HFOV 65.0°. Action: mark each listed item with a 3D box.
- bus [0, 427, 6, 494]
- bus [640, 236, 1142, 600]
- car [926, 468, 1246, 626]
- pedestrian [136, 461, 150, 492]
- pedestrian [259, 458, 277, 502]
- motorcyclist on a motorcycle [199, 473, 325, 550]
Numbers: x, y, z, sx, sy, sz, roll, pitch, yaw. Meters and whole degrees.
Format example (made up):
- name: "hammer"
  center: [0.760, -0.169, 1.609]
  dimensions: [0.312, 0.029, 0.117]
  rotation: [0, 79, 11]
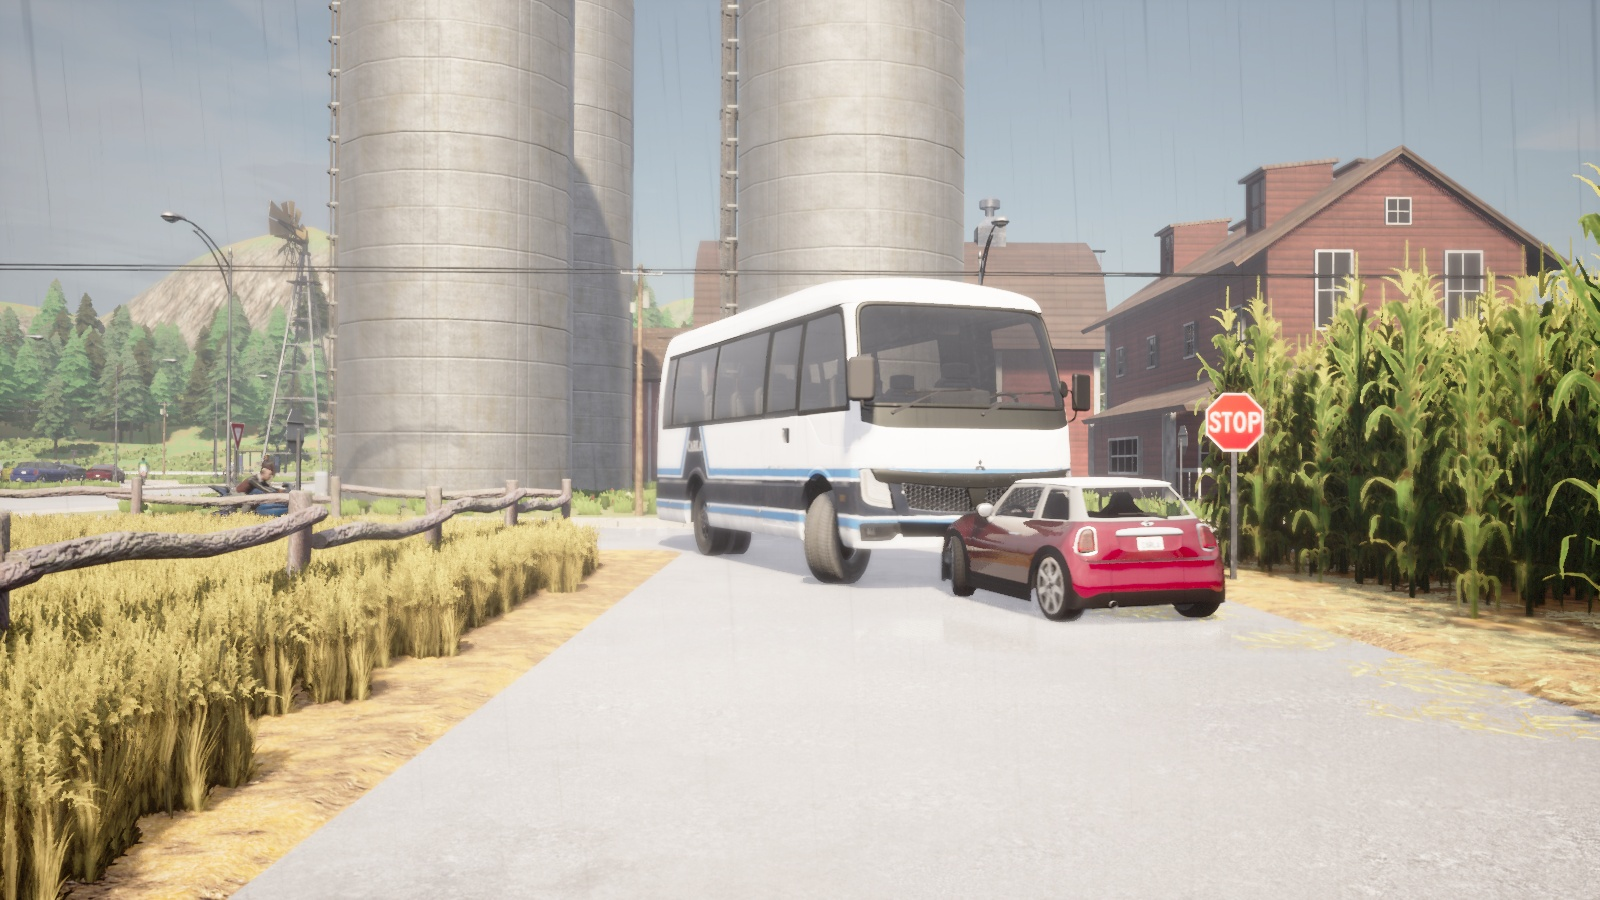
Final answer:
- name: "bus"
  center: [-52.439, 0.611, 74.487]
  dimensions: [3.944, 4.253, 10.273]
  rotation: [0, -1, 2]
- name: "bus"
  center: [0.643, -0.294, 20.144]
  dimensions: [3.944, 4.253, 10.273]
  rotation: [0, -1, -21]
- name: "car"
  center: [3.073, 0.976, 14.362]
  dimensions: [1.970, 1.475, 3.806]
  rotation: [-1, 0, -15]
- name: "pedestrian"
  center: [-42.264, 1.691, 80.810]
  dimensions: [0.659, 1.952, 0.873]
  rotation: [0, -1, -16]
- name: "pedestrian"
  center: [-22.208, 1.243, 52.413]
  dimensions: [0.431, 1.840, 0.703]
  rotation: [0, -1, 3]
- name: "motorcyclist on a motorcycle"
  center: [-11.017, 1.241, 25.760]
  dimensions: [2.191, 1.530, 0.866]
  rotation: [-1, -1, 0]
